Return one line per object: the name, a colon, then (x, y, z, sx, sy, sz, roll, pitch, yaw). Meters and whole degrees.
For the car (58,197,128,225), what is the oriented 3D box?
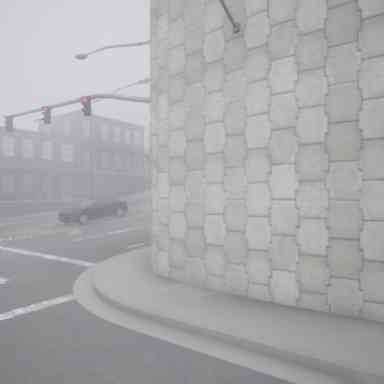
car: (-6.617, 1.152, 22.612, 1.882, 1.535, 5.008, -1, 5, 35)
